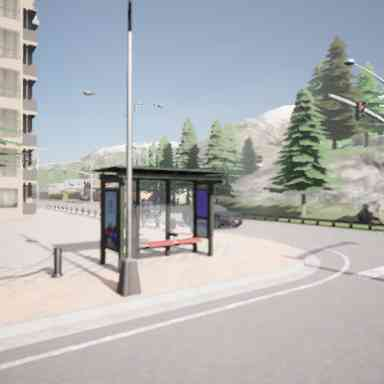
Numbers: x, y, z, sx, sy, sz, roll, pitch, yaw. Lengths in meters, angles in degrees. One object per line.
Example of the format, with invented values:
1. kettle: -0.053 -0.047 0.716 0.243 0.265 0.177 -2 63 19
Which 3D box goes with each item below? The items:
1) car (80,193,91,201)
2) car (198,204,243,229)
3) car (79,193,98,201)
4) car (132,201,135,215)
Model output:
1. car: -23.416 1.216 79.131 4.605 1.855 1.932 0 0 -36
2. car: 1.283 1.522 22.333 1.882 1.535 5.008 0 0 -35
3. car: -25.199 1.217 80.946 3.866 1.878 1.905 0 0 -36
4. car: -4.511 1.550 30.601 1.837 1.490 4.892 0 0 -35
